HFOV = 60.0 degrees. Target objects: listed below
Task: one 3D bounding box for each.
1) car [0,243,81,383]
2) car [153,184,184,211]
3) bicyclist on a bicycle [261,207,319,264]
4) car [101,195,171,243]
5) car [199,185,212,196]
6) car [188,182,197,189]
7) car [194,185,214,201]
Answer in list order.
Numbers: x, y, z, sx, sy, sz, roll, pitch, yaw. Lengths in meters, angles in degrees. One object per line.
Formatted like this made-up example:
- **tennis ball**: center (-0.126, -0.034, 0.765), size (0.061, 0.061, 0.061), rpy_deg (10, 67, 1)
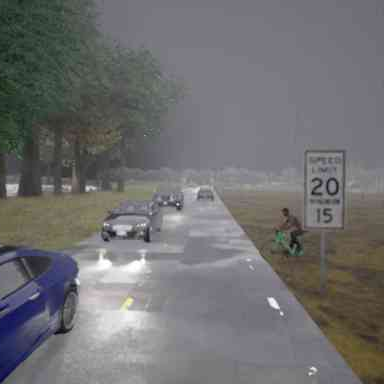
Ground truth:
- **car**: center (-2.770, 1.418, 3.764), size (1.812, 1.442, 4.674), rpy_deg (1, 1, 2)
- **car**: center (-1.825, 0.361, 26.998), size (2.150, 2.045, 5.566), rpy_deg (1, 2, 2)
- **bicyclist on a bicycle**: center (2.820, 1.271, 9.536), size (1.656, 1.620, 0.582), rpy_deg (2, 2, 2)
- **car**: center (-2.357, 1.105, 14.099), size (2.128, 1.511, 4.902), rpy_deg (1, 2, 3)
- **car**: center (2.038, -0.292, 50.279), size (1.882, 1.535, 5.008), rpy_deg (1, 3, 2)
- **car**: center (0.154, -1.550, 74.270), size (1.837, 1.490, 4.892), rpy_deg (1, 2, 2)
- **car**: center (1.560, 0.213, 38.272), size (2.128, 1.511, 4.902), rpy_deg (1, 2, 2)
